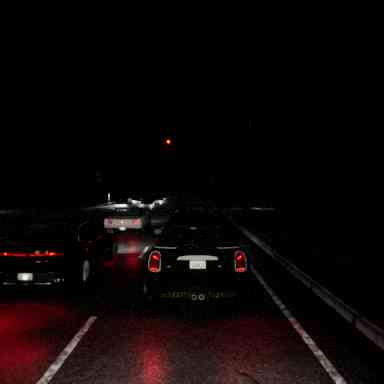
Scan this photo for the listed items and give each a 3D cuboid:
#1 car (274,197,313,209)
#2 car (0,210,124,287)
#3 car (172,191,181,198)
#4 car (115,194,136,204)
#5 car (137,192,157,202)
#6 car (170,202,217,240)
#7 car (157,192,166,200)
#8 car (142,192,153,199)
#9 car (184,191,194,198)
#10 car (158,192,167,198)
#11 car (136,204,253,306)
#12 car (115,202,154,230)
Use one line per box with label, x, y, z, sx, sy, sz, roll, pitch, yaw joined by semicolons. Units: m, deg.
car;12.191;1.304;39.206;4.718;1.301;1.895;0;1;-3
car;-3.400;1.467;9.210;1.837;1.490;4.892;0;0;0
car;-4.014;0.688;85.660;1.837;1.490;4.892;0;1;-4
car;-10.696;1.081;52.223;2.128;1.511;4.902;0;1;2
car;-7.029;1.063;52.725;1.882;1.535;5.008;0;0;-2
car;0.089;1.387;17.348;2.128;1.511;4.902;0;1;1
car;-7.050;1.020;69.231;1.895;1.301;4.718;0;1;-1
car;-10.844;0.778;81.763;2.128;1.511;4.902;0;1;-2
car;-0.539;0.704;86.156;1.812;1.442;4.674;0;1;-4
car;-7.392;0.775;83.025;2.033;1.411;5.357;0;1;-2
car;0.101;1.322;8.151;2.097;1.767;4.553;0;0;0
car;-3.405;1.486;18.530;1.895;1.301;4.718;0;1;0
